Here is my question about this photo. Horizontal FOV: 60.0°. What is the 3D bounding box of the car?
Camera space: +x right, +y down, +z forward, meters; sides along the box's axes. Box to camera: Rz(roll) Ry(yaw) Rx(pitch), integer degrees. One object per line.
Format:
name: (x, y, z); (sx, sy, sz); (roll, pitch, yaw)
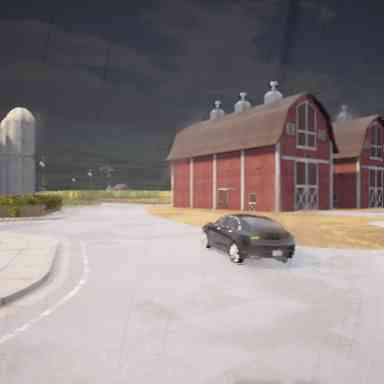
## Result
car: (1.802, 1.533, 12.068); (1.837, 1.490, 4.892); (2, 0, -17)
